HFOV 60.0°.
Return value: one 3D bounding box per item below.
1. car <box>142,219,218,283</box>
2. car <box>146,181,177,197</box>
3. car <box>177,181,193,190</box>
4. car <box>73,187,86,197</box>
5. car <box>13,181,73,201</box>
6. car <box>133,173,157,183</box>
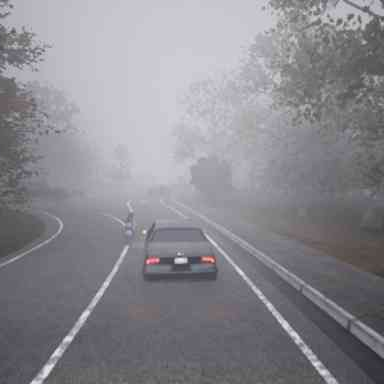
[{"bbox_3d":[-0.480,1.505,9.762,2.033,1.411,5.357,0,1,-5],"label":"car"},{"bbox_3d":[-4.005,-0.254,41.404,2.033,1.411,5.357,1,4,14],"label":"car"},{"bbox_3d":[-1.528,-1.132,53.104,1.994,1.385,4.181,3,6,39],"label":"car"},{"bbox_3d":[-14.718,-0.082,39.264,4.181,1.385,1.994,-1,5,-17],"label":"car"},{"bbox_3d":[-16.023,-0.139,35.482,5.566,2.045,2.150,-1,4,-12],"label":"car"},{"bbox_3d":[-10.586,-3.148,74.915,5.566,2.045,2.150,2,5,28],"label":"car"}]
